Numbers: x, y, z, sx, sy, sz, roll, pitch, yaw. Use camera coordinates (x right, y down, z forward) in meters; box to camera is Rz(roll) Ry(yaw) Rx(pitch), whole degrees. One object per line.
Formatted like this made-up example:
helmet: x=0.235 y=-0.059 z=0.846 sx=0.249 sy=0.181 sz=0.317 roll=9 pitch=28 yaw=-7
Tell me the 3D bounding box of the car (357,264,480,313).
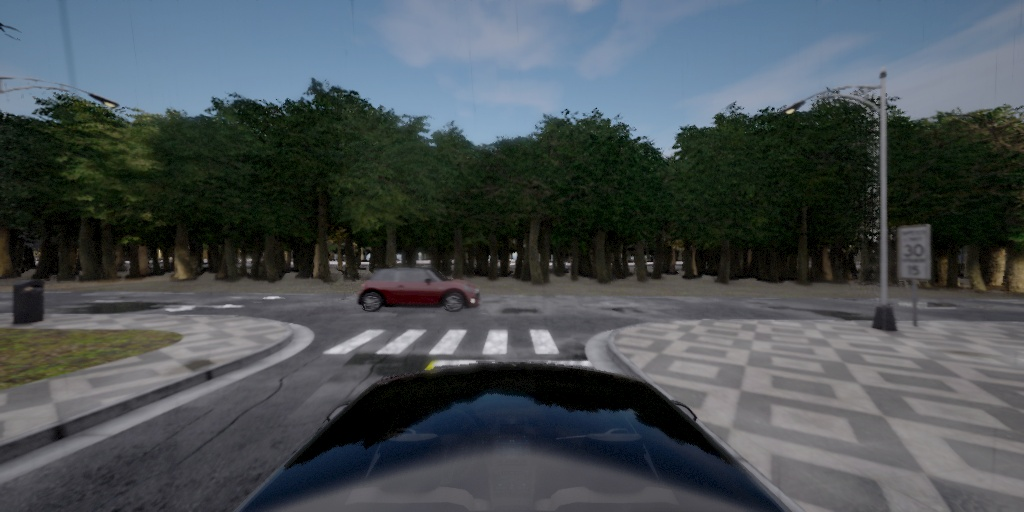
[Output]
car: x=-3.537 y=1.218 z=14.159 sx=4.553 sy=1.767 sz=2.097 roll=0 pitch=0 yaw=0
